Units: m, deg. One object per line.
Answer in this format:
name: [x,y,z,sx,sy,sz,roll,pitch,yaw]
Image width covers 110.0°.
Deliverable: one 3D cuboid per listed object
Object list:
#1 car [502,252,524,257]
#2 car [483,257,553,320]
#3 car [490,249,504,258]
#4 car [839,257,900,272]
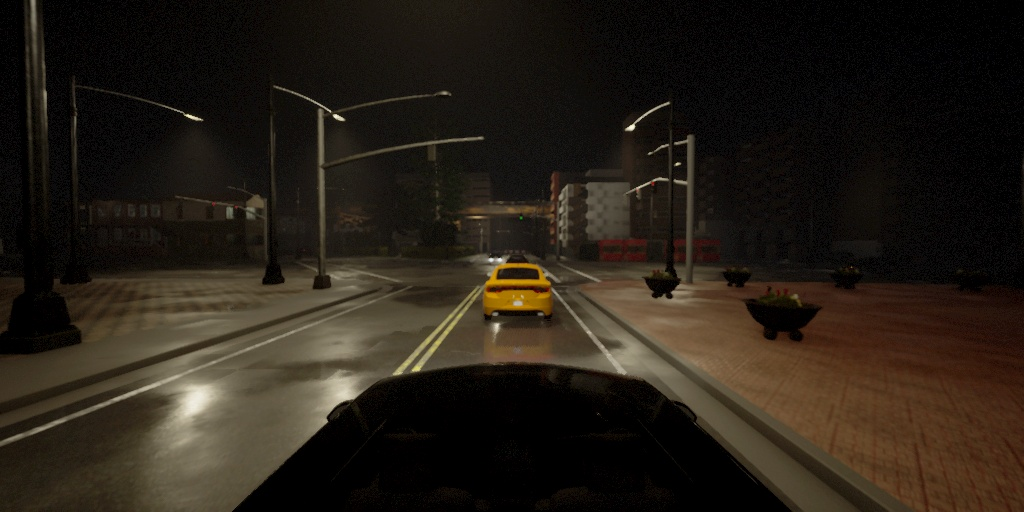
car: [0.410,0.618,28.859,1.994,1.385,4.181,0,1,1]
car: [0.191,0.968,11.446,1.882,1.535,5.008,0,2,1]
car: [-2.808,-0.267,62.205,1.895,1.301,4.718,0,2,1]
car: [35.513,0.810,35.672,4.892,1.490,1.837,1,2,0]
